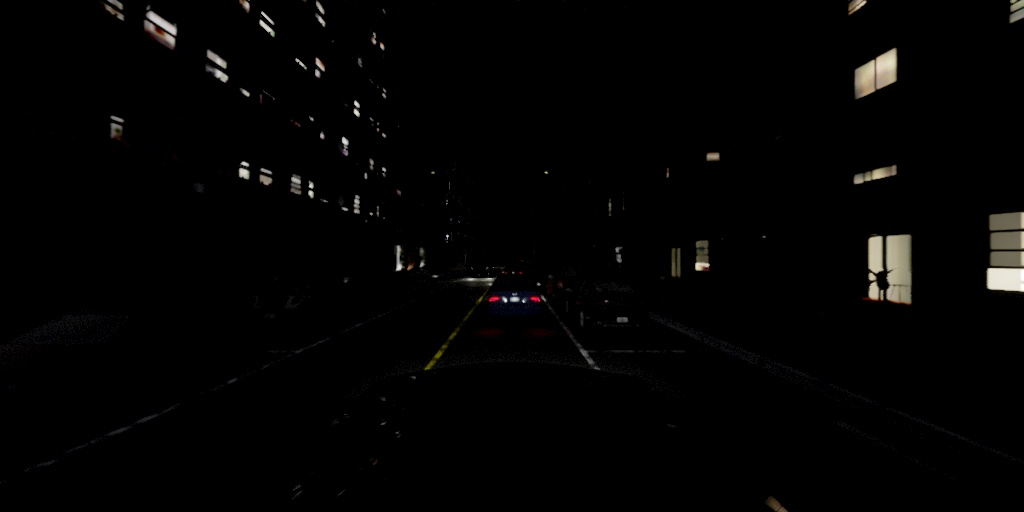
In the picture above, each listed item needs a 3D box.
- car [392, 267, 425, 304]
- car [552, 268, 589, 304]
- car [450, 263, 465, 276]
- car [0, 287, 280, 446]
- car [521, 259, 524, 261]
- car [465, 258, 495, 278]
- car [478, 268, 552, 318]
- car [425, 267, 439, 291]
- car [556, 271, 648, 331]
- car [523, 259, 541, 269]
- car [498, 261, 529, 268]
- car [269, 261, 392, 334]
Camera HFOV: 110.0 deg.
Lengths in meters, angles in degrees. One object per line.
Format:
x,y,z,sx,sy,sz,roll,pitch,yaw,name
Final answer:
-5.685,1.370,16.624,1.948,1.339,4.313,0,0,0,car
2.695,1.244,16.619,1.967,1.591,4.097,0,0,0,car
-5.679,1.425,39.241,1.751,1.417,4.829,0,0,0,car
-5.689,1.344,5.230,1.802,1.307,4.207,0,0,0,car
2.707,1.523,56.494,1.888,1.381,4.507,0,0,0,car
-3.085,1.236,35.966,2.097,1.767,4.553,0,0,0,car
0.090,1.338,13.087,2.033,1.411,5.357,0,0,0,car
-5.684,1.377,22.320,2.007,1.370,4.403,0,0,0,car
2.694,1.333,10.923,2.007,1.370,4.403,0,0,0,car
2.704,1.474,45.103,2.007,1.370,4.403,0,0,0,car
0.104,1.411,31.150,2.033,1.411,5.357,0,0,0,car
-5.687,1.097,10.927,2.192,1.841,5.009,0,0,0,car
